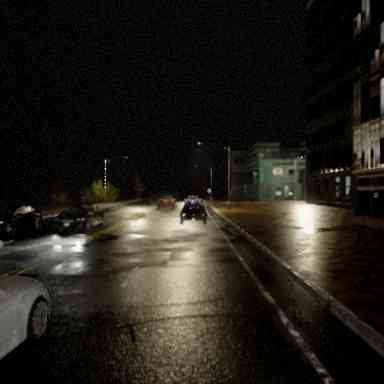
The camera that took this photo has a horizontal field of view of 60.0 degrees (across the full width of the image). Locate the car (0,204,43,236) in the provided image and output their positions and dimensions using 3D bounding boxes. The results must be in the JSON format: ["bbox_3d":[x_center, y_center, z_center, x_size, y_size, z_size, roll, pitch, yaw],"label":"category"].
[{"bbox_3d":[-9.837,1.454,17.947,2.128,1.511,4.902,0,0,0],"label":"car"}]

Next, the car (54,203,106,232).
[{"bbox_3d":[-6.581,1.449,19.944,2.128,1.511,4.902,0,0,0],"label":"car"}]

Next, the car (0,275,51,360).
[{"bbox_3d":[-3.152,1.518,3.377,1.812,1.442,4.674,0,0,0],"label":"car"}]

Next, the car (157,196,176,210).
[{"bbox_3d":[-3.153,1.263,41.679,2.097,1.767,4.553,0,0,0],"label":"car"}]

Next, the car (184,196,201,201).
[{"bbox_3d":[0.096,1.263,41.788,2.097,1.767,4.553,0,0,0],"label":"car"}]

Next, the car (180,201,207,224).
[{"bbox_3d":[0.098,1.550,24.389,1.895,1.301,4.718,0,0,0],"label":"car"}]
